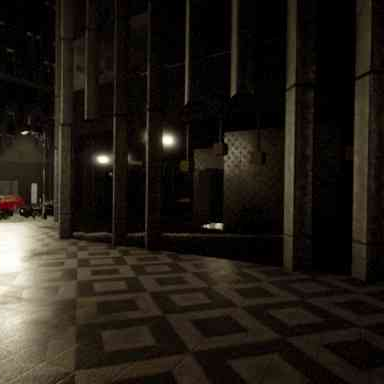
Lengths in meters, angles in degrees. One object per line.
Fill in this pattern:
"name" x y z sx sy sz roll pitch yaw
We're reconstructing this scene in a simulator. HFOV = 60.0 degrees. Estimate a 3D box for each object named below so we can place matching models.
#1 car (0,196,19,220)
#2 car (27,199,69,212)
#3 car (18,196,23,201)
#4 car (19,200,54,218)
"car" -17.147 1.456 26.631 2.192 1.841 5.009 1 0 35
"car" -17.596 1.625 40.776 1.947 1.339 4.313 1 0 35
"car" -20.849 1.344 36.167 2.192 1.841 5.009 1 0 35
"car" -13.895 1.735 31.242 1.947 1.339 4.313 1 0 35
